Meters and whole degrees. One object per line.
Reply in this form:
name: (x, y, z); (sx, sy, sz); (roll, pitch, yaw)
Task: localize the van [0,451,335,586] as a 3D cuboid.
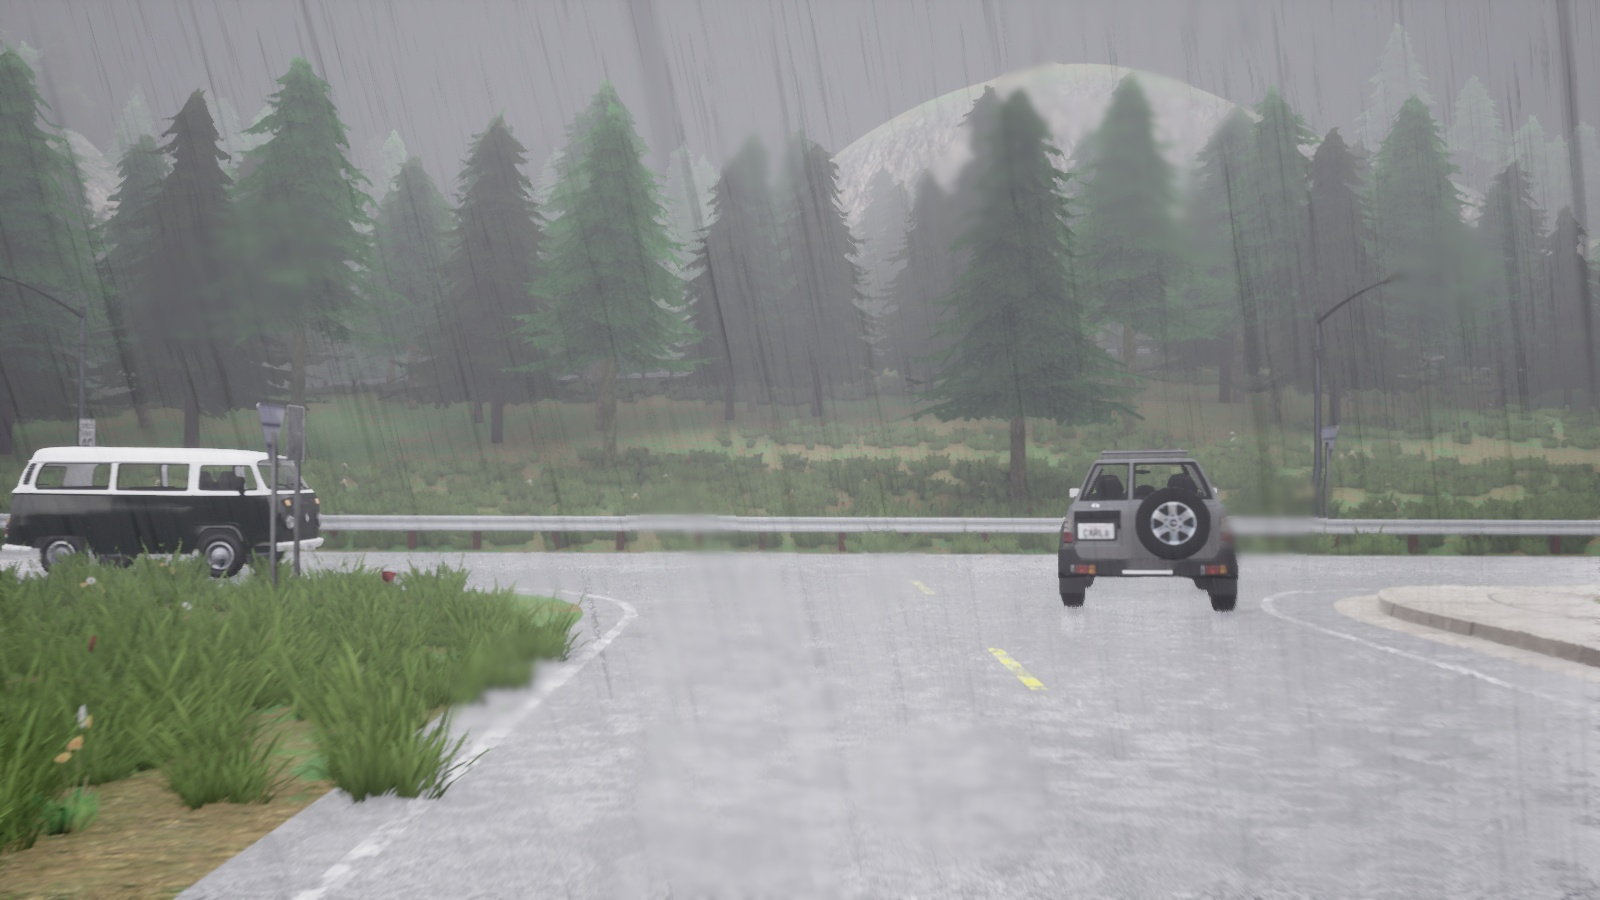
van: (-10.083, 1.056, 20.163); (4.480, 2.038, 2.069); (0, -1, 0)

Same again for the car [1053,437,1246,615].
car: (4.286, 0.888, 15.576); (1.932, 1.855, 4.605); (-2, -2, 15)
